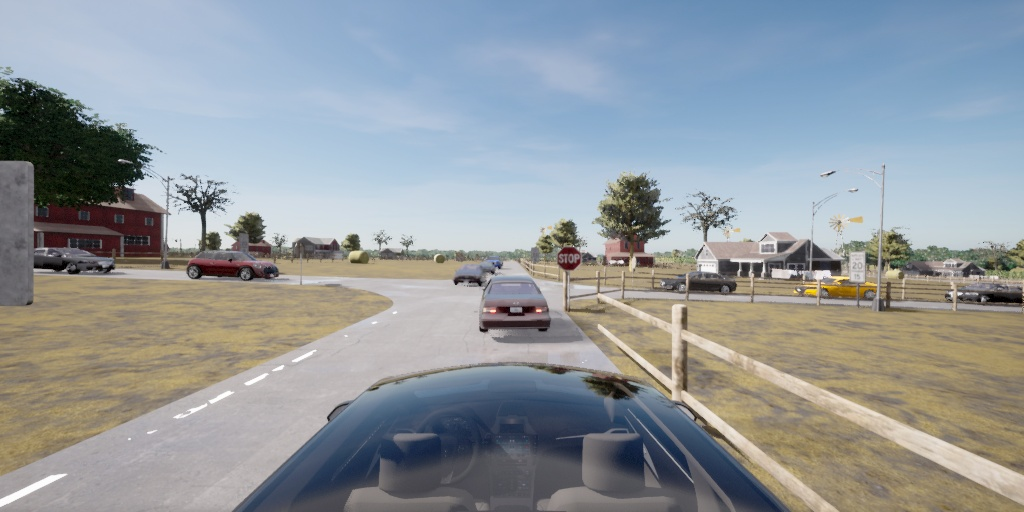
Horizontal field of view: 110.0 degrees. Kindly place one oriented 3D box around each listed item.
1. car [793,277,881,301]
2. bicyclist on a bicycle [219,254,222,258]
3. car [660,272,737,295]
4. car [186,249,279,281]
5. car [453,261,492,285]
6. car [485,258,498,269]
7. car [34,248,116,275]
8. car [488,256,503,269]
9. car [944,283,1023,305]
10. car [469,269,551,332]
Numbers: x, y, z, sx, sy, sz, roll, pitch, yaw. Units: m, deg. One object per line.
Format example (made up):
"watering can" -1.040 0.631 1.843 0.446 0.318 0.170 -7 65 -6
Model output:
"car" 22.221 2.156 24.628 5.008 1.535 1.882 2 0 0
"bicyclist on a bicycle" -22.612 0.407 27.619 0.582 1.620 1.656 2 0 0
"car" 12.708 1.805 24.570 4.892 1.490 1.837 2 0 -2
"car" -16.693 0.513 21.639 4.553 1.767 2.097 2 0 0
"car" -2.790 1.254 24.894 2.033 1.411 5.357 2 0 1
"car" -2.836 1.291 39.442 1.812 1.442 4.674 0 0 0
"car" -26.947 0.271 21.627 4.902 1.511 2.128 2 0 0
"car" -2.800 1.003 54.312 2.150 2.045 5.566 0 -1 0
"car" 32.854 2.604 24.632 4.902 1.511 2.128 2 0 0
"car" -0.032 1.299 10.844 2.033 1.411 5.357 0 0 -3
